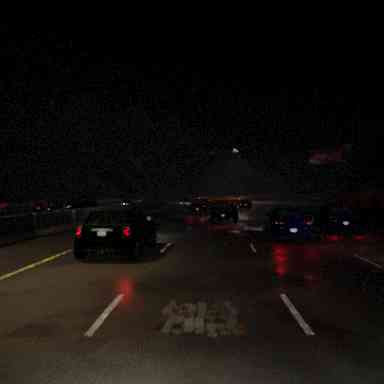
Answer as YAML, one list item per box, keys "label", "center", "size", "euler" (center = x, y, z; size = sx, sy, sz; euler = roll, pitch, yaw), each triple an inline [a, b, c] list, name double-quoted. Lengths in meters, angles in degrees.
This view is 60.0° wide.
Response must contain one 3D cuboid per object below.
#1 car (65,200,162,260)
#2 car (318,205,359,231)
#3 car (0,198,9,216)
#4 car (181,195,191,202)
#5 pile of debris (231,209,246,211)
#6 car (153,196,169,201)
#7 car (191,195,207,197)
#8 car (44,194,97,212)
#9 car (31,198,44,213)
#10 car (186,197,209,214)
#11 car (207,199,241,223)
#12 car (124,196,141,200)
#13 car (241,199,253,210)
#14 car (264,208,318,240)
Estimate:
- label: "car"
  center: [-2.686, 1.344, 12.689]
  size: [2.097, 1.767, 4.553]
  euler: [0, 0, 5]
- label: "car"
  center: [8.832, 1.536, 20.618]
  size: [1.812, 1.442, 4.674]
  euler: [0, 0, 8]
- label: "car"
  center: [-18.320, 1.312, 28.984]
  size: [2.097, 1.767, 4.553]
  euler: [0, 0, 10]
- label: "car"
  center: [-0.824, 1.430, 72.336]
  size: [1.882, 1.535, 5.008]
  euler: [0, 0, 23]
- label: "pile of debris"
  center: [5.591, 2.175, 39.591]
  size: [1.500, 0.140, 1.860]
  euler: [0, 0, 16]
- label: "car"
  center: [-6.391, 1.486, 68.272]
  size: [1.812, 1.442, 4.674]
  euler: [0, 0, 23]
- label: "car"
  center: [2.224, 1.503, 70.567]
  size: [2.033, 1.411, 5.357]
  euler: [0, 0, 23]
- label: "car"
  center: [-10.866, 1.195, 30.976]
  size: [2.150, 2.045, 5.566]
  euler: [0, 0, 12]
- label: "car"
  center: [-13.825, 1.189, 33.906]
  size: [2.150, 2.045, 5.566]
  euler: [0, 0, 12]
- label: "car"
  center: [1.046, 1.518, 35.336]
  size: [1.812, 1.442, 4.674]
  euler: [0, 0, 13]
- label: "car"
  center: [2.578, 1.475, 25.597]
  size: [1.882, 1.535, 5.008]
  euler: [0, 0, 10]
- label: "car"
  center: [-11.650, 1.524, 64.777]
  size: [1.994, 1.385, 4.181]
  euler: [0, 0, 22]
- label: "car"
  center: [6.557, 1.548, 42.287]
  size: [2.033, 1.411, 5.357]
  euler: [0, 0, 17]
- label: "car"
  center: [4.817, 1.530, 17.121]
  size: [1.812, 1.442, 4.674]
  euler: [0, 0, 7]
